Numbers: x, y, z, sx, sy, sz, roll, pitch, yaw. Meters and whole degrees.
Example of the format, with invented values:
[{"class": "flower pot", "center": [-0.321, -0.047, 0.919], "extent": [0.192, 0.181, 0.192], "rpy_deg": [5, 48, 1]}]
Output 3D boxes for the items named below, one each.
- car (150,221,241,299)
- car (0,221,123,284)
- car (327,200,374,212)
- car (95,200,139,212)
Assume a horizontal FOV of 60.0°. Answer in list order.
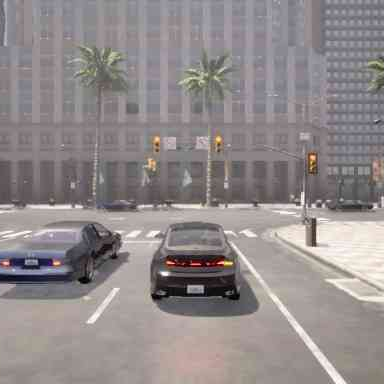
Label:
[{"class": "car", "center": [0.076, 1.505, 8.424], "extent": [1.837, 1.490, 4.892], "rpy_deg": [0, 0, 0]}, {"class": "car", "center": [-3.421, 1.547, 9.618], "extent": [2.033, 1.411, 5.357], "rpy_deg": [0, 0, 0]}, {"class": "car", "center": [18.222, 1.601, 38.500], "extent": [4.718, 1.301, 1.895], "rpy_deg": [0, 0, 0]}, {"class": "car", "center": [-8.658, 1.601, 38.578], "extent": [4.718, 1.301, 1.895], "rpy_deg": [0, 0, 0]}]
